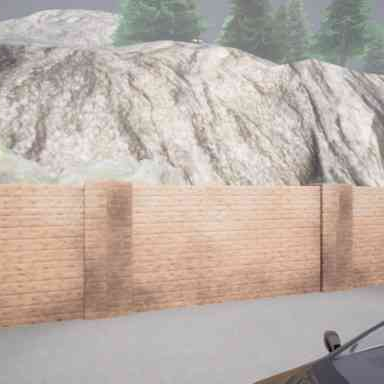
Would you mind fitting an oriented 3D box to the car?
[{"bbox_3d":[2.083,1.492,1.955,4.902,1.511,2.128,0,0,-19],"label":"car"}]
